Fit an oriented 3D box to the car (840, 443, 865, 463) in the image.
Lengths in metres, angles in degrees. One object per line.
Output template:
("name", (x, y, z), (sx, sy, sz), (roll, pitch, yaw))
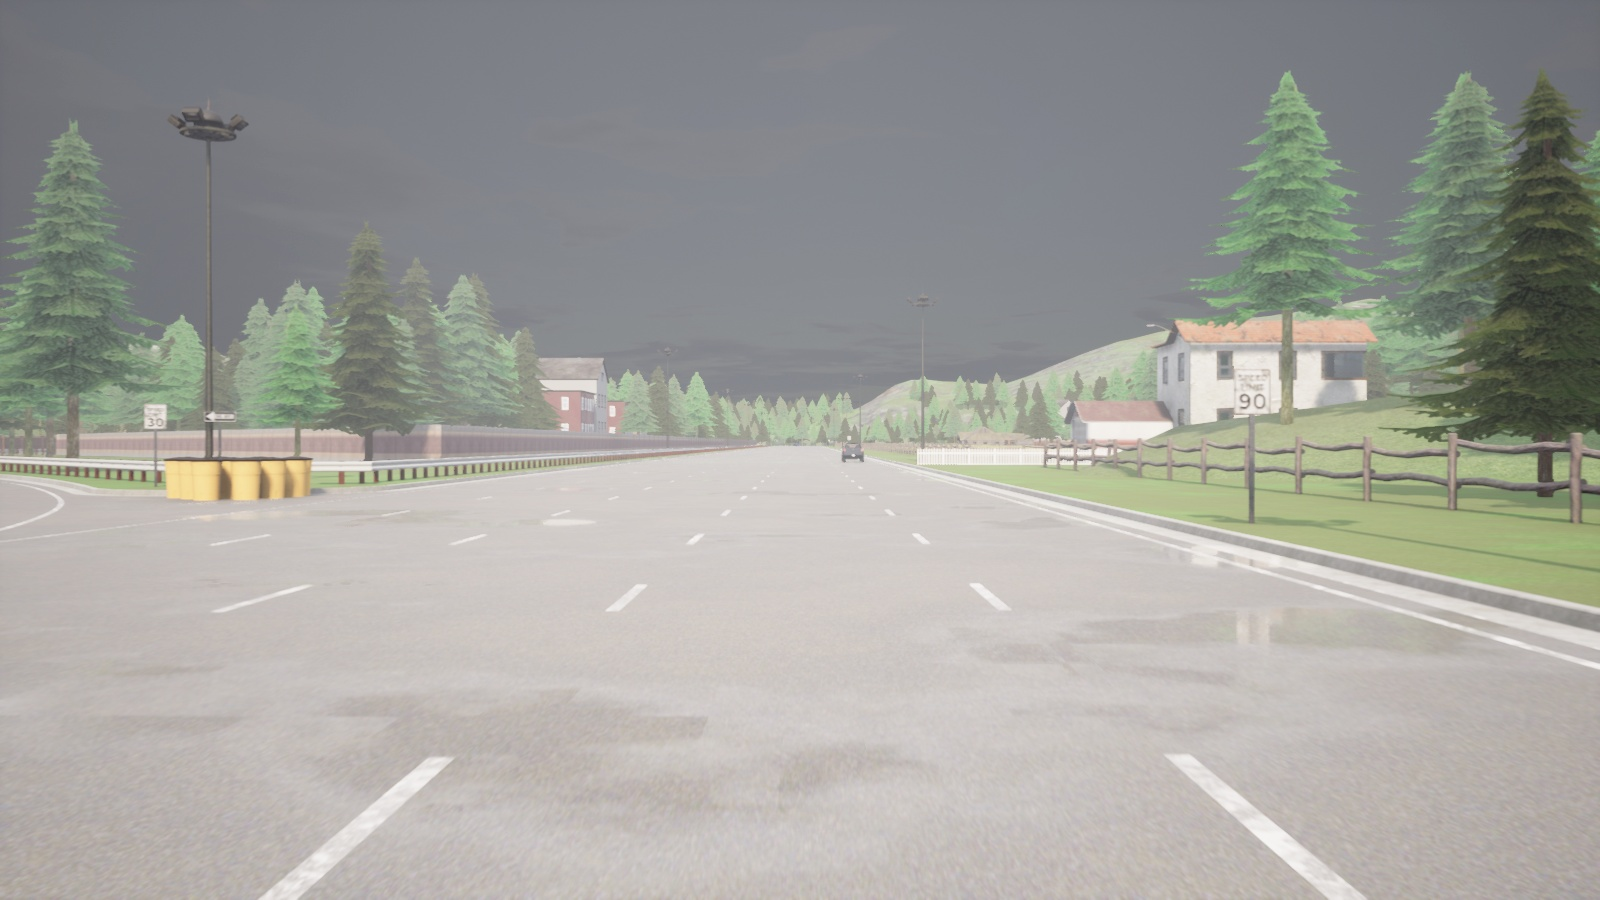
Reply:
("car", (4.080, 0.212, 97.793), (1.845, 1.501, 3.633), (0, 0, 0))
